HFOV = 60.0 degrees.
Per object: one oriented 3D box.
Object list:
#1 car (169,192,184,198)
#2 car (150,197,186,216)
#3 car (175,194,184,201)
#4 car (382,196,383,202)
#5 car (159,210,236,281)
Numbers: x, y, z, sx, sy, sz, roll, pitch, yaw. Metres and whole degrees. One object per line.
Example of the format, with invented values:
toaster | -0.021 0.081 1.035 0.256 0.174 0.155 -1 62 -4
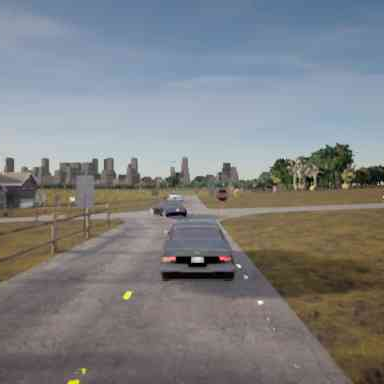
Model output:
car | -2.794 0.930 57.746 2.150 2.045 5.566 0 0 0
car | -2.115 1.427 28.548 1.994 1.385 4.181 -1 0 -28
car | -2.732 1.184 73.116 1.812 1.442 4.674 0 0 0
car | 22.116 0.412 33.984 4.902 1.511 2.128 -2 0 0
car | 0.105 1.492 9.665 2.033 1.411 5.357 0 0 0
